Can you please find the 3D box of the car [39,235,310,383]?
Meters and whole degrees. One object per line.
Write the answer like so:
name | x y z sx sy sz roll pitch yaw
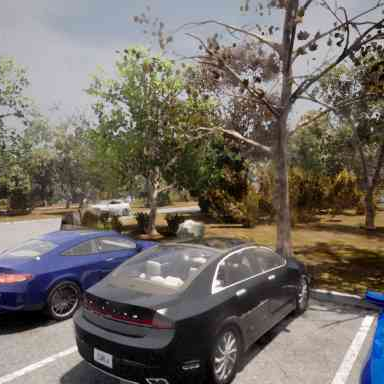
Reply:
car | 0.463 1.483 5.480 2.231 1.521 4.892 0 0 36

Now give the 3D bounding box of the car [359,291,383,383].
car | 3.134 1.479 3.587 2.097 1.535 5.008 0 0 36

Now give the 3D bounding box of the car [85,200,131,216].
car | -7.127 1.389 27.696 1.812 1.442 4.674 -3 -1 35

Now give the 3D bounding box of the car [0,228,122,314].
car | -2.202 1.525 7.385 2.002 1.452 4.674 0 0 36
